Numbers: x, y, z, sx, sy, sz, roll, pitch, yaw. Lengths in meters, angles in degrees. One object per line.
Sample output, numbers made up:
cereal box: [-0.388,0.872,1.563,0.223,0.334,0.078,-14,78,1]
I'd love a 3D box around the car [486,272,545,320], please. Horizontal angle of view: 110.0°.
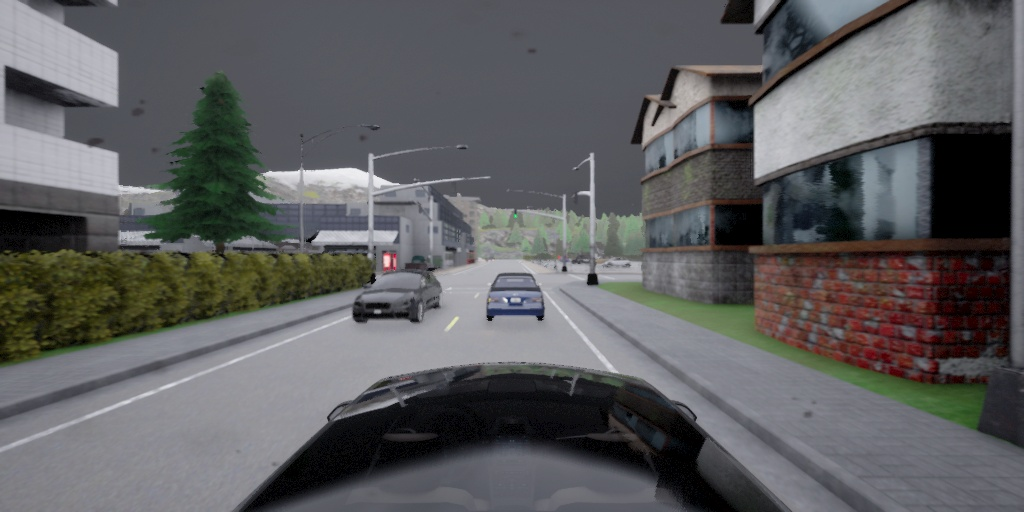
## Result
car: [0.100,1.276,12.528,2.033,1.411,5.357,0,0,0]

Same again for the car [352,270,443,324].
car: [-3.547,1.236,11.945,1.837,1.490,4.892,0,0,1]
